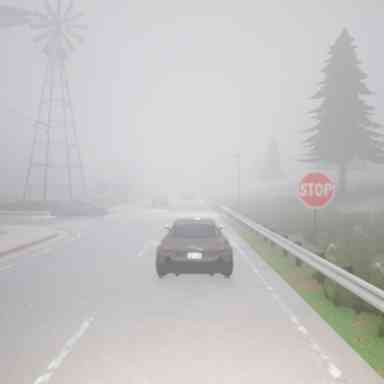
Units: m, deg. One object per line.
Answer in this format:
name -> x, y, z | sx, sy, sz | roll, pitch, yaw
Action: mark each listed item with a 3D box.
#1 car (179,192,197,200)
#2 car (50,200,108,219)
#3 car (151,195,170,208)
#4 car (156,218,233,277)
car -> -0.820, 0.794, 63.909 | 2.128, 1.511, 4.902 | 0, 1, -29
car -> -8.605, 1.284, 25.499 | 4.181, 1.385, 1.994 | 0, 0, 5
car -> -3.616, 1.066, 38.930 | 2.128, 1.511, 4.902 | 0, 1, 0
car -> 0.071, 1.455, 9.890 | 1.994, 1.385, 4.181 | 0, 1, 0
